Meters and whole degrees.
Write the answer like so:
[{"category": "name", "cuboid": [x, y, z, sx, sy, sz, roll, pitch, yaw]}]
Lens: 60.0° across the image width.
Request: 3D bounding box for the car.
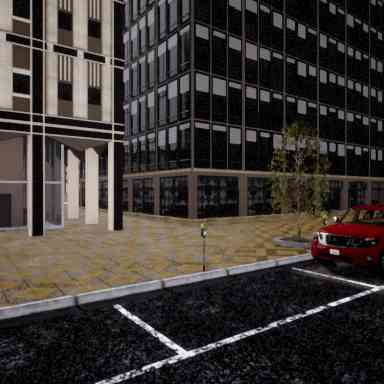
[{"category": "car", "cuboid": [5.917, 1.314, 10.516, 5.009, 1.841, 2.192, 0, 0, -36]}]
